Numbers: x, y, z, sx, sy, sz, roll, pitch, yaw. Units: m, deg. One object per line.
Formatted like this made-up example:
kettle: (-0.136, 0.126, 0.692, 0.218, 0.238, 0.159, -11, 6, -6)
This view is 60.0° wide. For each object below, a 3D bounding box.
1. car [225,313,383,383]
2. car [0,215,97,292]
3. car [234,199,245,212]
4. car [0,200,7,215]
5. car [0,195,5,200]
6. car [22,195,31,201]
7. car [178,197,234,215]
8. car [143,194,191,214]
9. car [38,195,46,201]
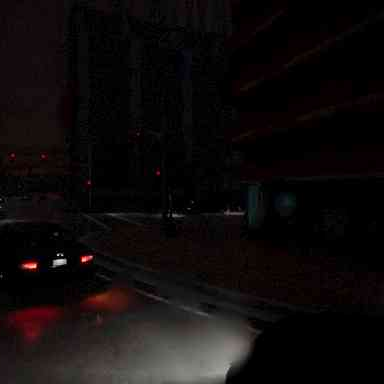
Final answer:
car: (2.827, 1.547, 2.052, 5.357, 1.411, 2.033, 0, 0, 35)
car: (-4.390, 1.547, 9.074, 2.033, 1.411, 5.357, 0, 0, -39)
car: (6.614, 1.560, 40.320, 4.892, 1.490, 1.837, 0, 0, -22)
car: (-17.471, 1.573, 27.654, 4.674, 1.442, 1.812, 0, 1, 28)
car: (-35.436, 1.355, 60.555, 2.097, 1.767, 4.553, 0, 0, -23)
car: (-40.150, 1.525, 80.691, 2.128, 1.511, 4.902, 0, 0, -23)
car: (1.448, 1.560, 34.393, 4.892, 1.490, 1.837, 0, 0, -22)
car: (-2.541, 1.277, 36.529, 5.566, 2.045, 2.150, 0, 0, -22)
car: (-37.061, 1.540, 82.373, 2.033, 1.411, 5.357, 0, 0, -23)
